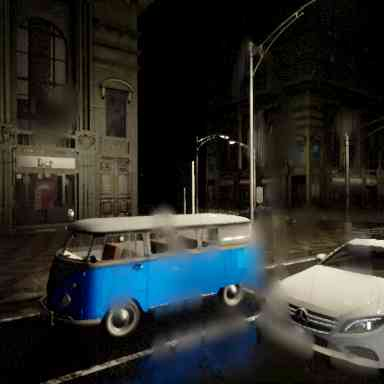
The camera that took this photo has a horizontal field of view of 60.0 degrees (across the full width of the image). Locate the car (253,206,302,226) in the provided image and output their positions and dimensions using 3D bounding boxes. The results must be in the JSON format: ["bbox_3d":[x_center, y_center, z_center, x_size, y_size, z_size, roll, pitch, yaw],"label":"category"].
[{"bbox_3d":[5.983,1.845,26.462,2.033,1.411,5.357,0,-1,-36],"label":"car"}]

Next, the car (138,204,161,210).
[{"bbox_3d":[-5.488,2.205,42.389,1.994,1.385,4.181,0,-1,-36],"label":"car"}]

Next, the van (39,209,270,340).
[{"bbox_3d":[-0.572,1.341,6.266,3.998,1.788,1.690,0,0,-36],"label":"van"}]

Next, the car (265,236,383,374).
[{"bbox_3d":[3.301,1.526,5.596,4.674,1.442,1.812,0,0,-34],"label":"car"}]
